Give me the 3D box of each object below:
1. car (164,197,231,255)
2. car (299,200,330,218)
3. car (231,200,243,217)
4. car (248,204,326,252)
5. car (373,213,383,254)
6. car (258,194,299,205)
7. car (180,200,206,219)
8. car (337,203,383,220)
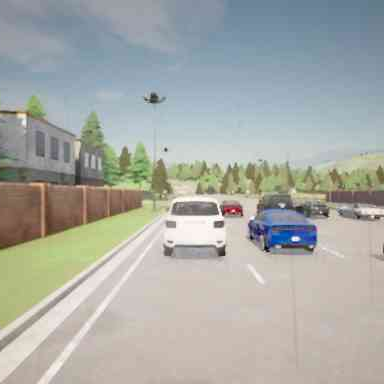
[{"bbox_3d":[0.099,1.219,13.357,2.150,2.045,5.566,0,0,0],"label":"car"},{"bbox_3d":[10.598,1.486,29.770,2.128,1.511,4.902,0,0,0],"label":"car"},{"bbox_3d":[3.599,1.471,31.363,1.882,1.535,5.008,0,0,0],"label":"car"},{"bbox_3d":[3.597,1.475,13.994,1.882,1.535,5.008,0,0,0],"label":"car"},{"bbox_3d":[7.094,1.524,8.856,1.812,1.442,4.674,0,0,0],"label":"car"},{"bbox_3d":[7.098,1.216,28.795,2.150,2.045,5.566,0,0,0],"label":"car"},{"bbox_3d":[0.098,1.486,29.755,2.128,1.511,4.902,0,0,0],"label":"car"},{"bbox_3d":[14.098,1.595,28.170,1.895,1.301,4.718,0,0,0],"label":"car"}]
